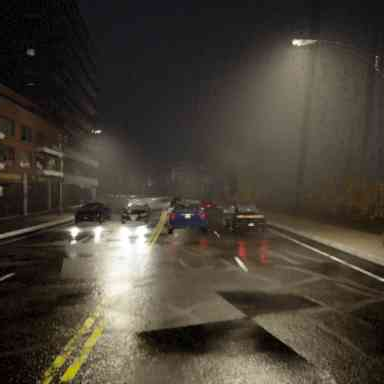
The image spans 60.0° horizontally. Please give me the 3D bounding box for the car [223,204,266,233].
[{"bbox_3d":[2.940,1.461,19.397,2.128,1.511,4.902,0,0,-2],"label":"car"}]

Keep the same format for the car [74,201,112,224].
[{"bbox_3d":[-7.247,1.486,24.791,1.882,1.535,5.008,0,0,-3],"label":"car"}]

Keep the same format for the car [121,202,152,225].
[{"bbox_3d":[-3.972,1.487,24.348,2.128,1.511,4.902,0,0,-3],"label":"car"}]

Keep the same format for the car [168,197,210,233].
[{"bbox_3d":[-0.320,1.336,19.785,2.097,1.767,4.553,0,0,-2],"label":"car"}]

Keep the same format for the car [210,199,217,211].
[{"bbox_3d":[1.738,1.509,39.358,1.994,1.385,4.181,0,0,-4],"label":"car"}]

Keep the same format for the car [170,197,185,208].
[{"bbox_3d":[-2.137,1.453,46.863,1.837,1.490,4.892,0,0,-5],"label":"car"}]
